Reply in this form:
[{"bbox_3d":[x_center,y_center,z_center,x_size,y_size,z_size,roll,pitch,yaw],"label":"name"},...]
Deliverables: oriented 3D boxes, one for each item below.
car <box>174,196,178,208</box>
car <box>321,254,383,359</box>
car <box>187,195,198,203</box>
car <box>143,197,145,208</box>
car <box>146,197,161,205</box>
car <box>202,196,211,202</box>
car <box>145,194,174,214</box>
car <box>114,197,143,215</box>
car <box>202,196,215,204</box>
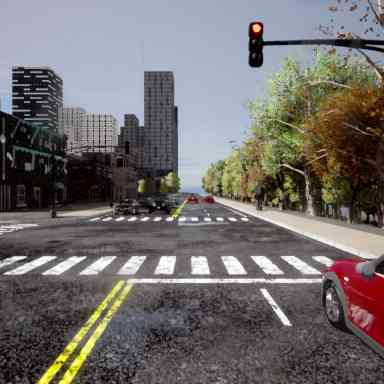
[{"bbox_3d":[-3.340,1.489,46.041,1.837,1.490,4.892,0,0,0],"label":"car"},{"bbox_3d":[3.349,1.351,4.119,2.097,1.767,4.553,0,0,0],"label":"car"},{"bbox_3d":[0.111,1.327,65.959,2.097,1.767,4.553,0,0,0],"label":"car"},{"bbox_3d":[-6.587,1.462,45.281,1.882,1.535,5.008,0,0,0],"label":"car"},{"bbox_3d":[-6.571,1.544,57.307,1.994,1.385,4.181,0,0,0],"label":"car"},{"bbox_3d":[3.266,1.523,75.435,1.994,1.385,4.181,0,0,0],"label":"car"},{"bbox_3d":[-3.357,1.210,35.746,2.150,2.045,5.566,0,0,-1],"label":"car"},{"bbox_3d":[-6.597,1.495,34.151,1.837,1.490,4.892,0,0,0],"label":"car"},{"bbox_3d":[3.362,1.453,65.291,1.882,1.535,5.008,0,0,0],"label":"car"}]
